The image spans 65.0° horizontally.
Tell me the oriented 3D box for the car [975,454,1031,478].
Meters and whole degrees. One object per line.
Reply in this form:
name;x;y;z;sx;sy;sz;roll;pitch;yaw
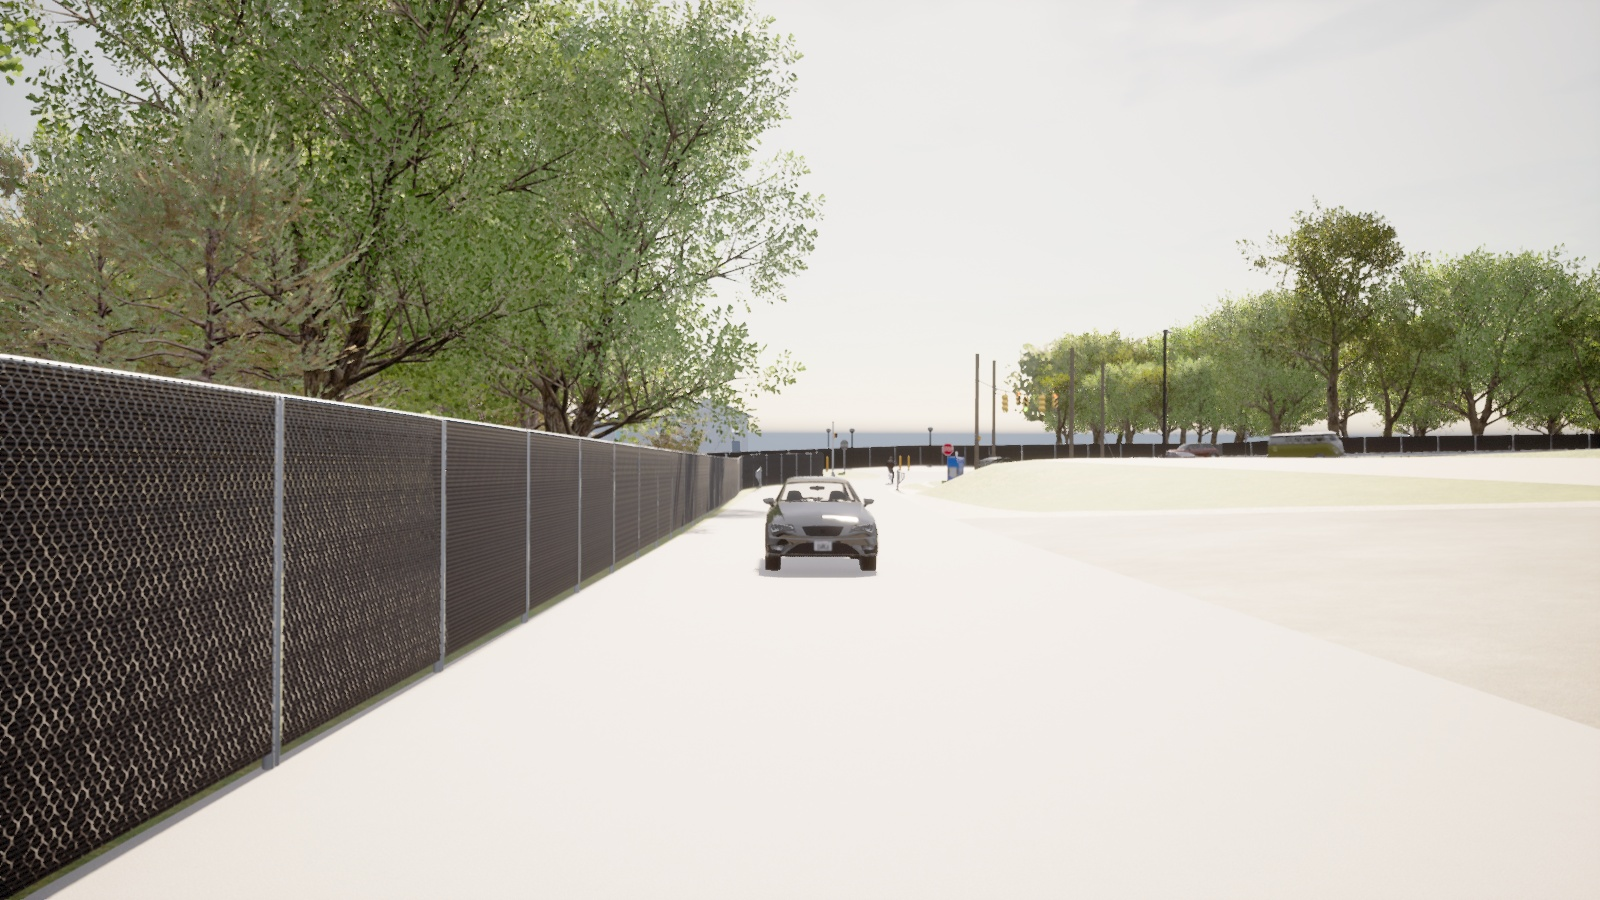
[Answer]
car;14.883;1.156;92.204;3.705;1.549;1.789;-3;2;-30

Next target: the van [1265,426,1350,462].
van;31.125;-0.360;77.132;1.775;1.987;4.442;-2;-1;-43

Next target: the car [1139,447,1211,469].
car;27.337;0.596;91.740;2.033;1.411;5.357;-1;-2;-22

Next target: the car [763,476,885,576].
car;0.297;1.170;20.771;1.816;1.474;4.193;0;-1;-2
